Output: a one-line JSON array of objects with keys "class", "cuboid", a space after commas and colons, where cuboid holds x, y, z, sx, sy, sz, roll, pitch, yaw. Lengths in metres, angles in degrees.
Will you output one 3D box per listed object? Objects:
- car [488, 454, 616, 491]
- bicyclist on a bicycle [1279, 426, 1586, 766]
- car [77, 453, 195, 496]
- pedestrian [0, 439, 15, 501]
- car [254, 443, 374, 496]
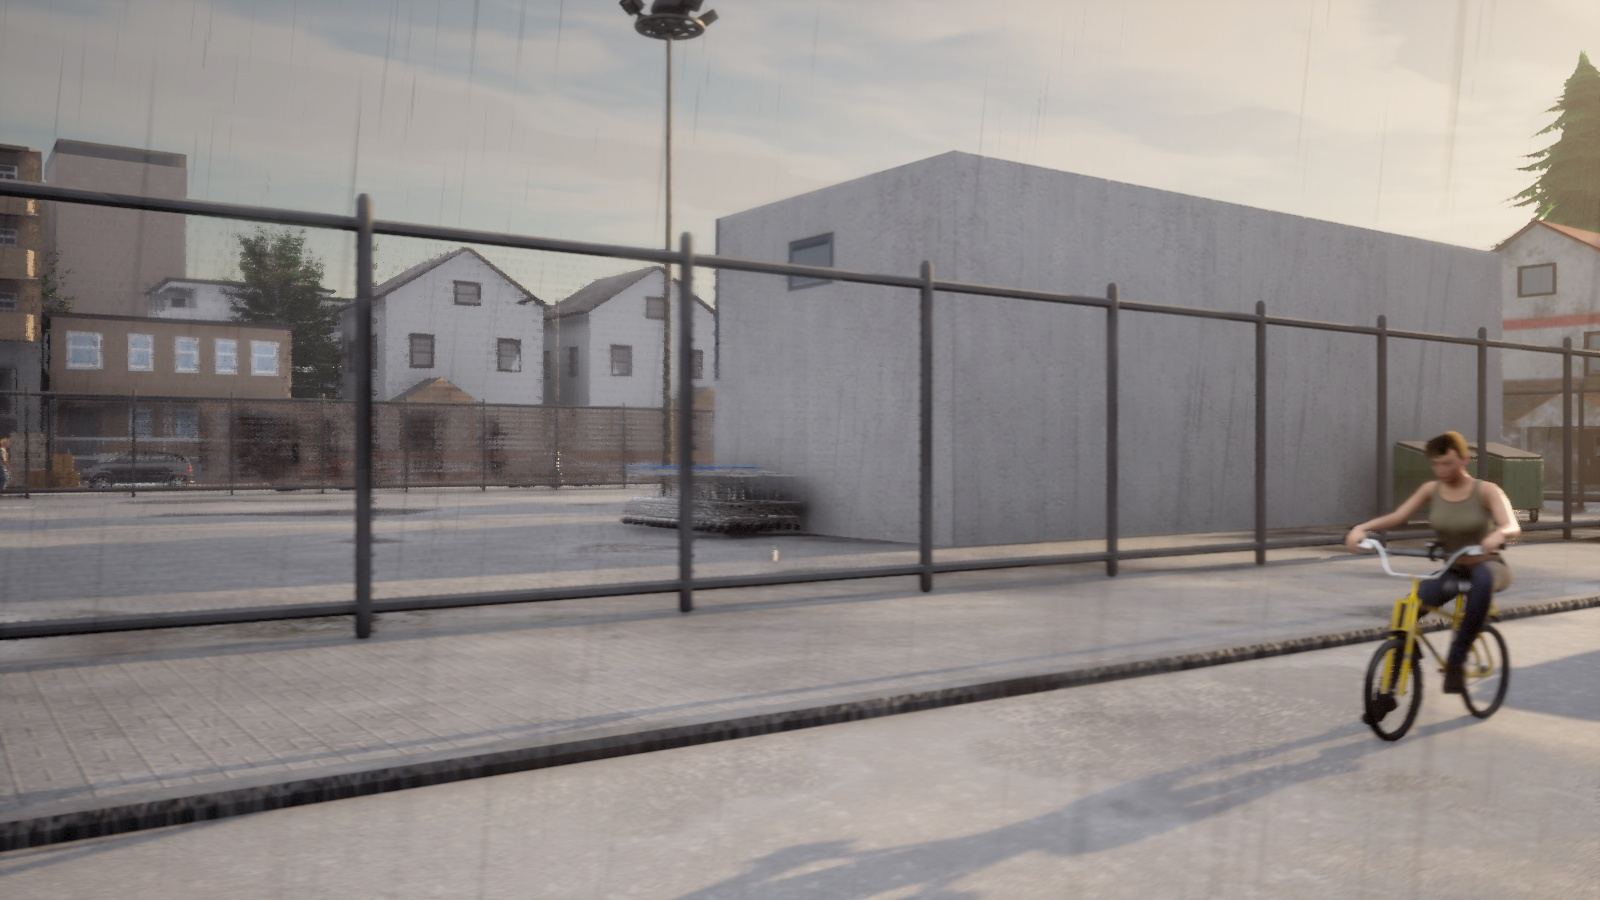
[{"class": "car", "cuboid": [-10.342, 0.903, 52.518, 4.892, 1.490, 1.837, 0, 0, -33]}, {"class": "bicyclist on a bicycle", "cuboid": [3.403, 0.691, 6.736, 1.509, 1.612, 0.866, 0, 0, -36]}, {"class": "car", "cuboid": [-24.892, 0.895, 47.107, 3.705, 1.549, 1.789, 0, 0, -36]}, {"class": "pedestrian", "cuboid": [-24.064, 0.601, 37.818, 0.706, 1.836, 0.354, 0, 0, -32]}, {"class": "car", "cuboid": [-18.160, 0.697, 46.962, 3.866, 1.878, 1.905, 0, 0, -35]}]
